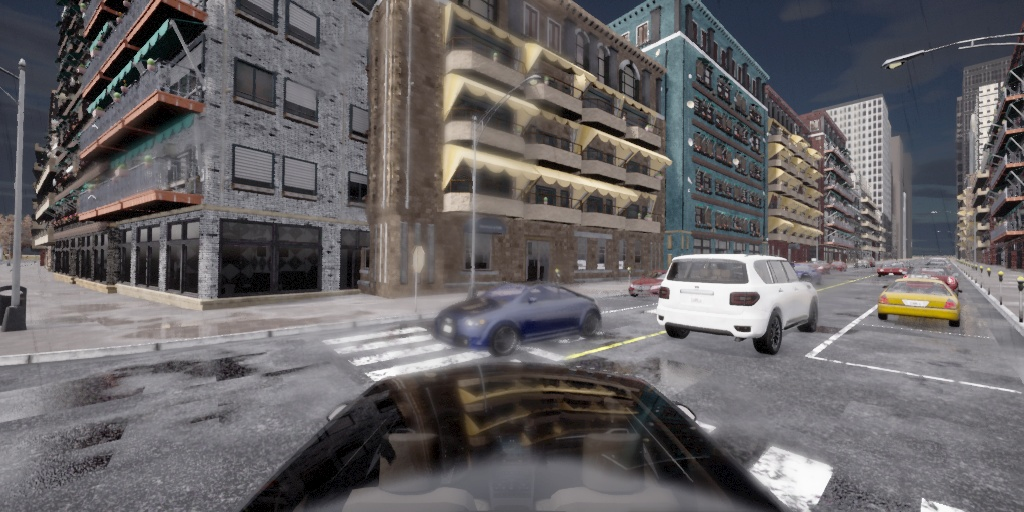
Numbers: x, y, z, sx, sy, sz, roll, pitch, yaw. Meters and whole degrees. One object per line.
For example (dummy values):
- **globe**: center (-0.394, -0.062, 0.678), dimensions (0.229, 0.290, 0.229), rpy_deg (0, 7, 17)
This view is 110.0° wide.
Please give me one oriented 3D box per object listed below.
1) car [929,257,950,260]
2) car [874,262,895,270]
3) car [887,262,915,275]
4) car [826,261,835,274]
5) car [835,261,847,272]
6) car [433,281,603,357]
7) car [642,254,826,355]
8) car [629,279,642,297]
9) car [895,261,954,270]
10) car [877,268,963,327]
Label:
- **car**: center (47.022, 1.198, 39.624), dimensions (4.097, 1.591, 1.967), rpy_deg (0, 0, -40)
- **car**: center (36.416, 1.368, 34.224), dimensions (4.718, 1.301, 1.895), rpy_deg (0, 0, -40)
- **car**: center (44.152, 1.366, 40.646), dimensions (4.718, 1.301, 1.895), rpy_deg (0, 0, -39)
- **car**: center (33.101, 1.222, 38.981), dimensions (4.097, 1.591, 1.967), rpy_deg (0, 0, -40)
- **car**: center (41.637, 1.325, 46.047), dimensions (4.507, 1.381, 1.888), rpy_deg (0, 0, -40)
- **car**: center (0.255, 1.327, 8.629), dimensions (4.181, 1.385, 1.994), rpy_deg (0, 0, -37)
- **car**: center (5.820, 0.978, 9.013), dimensions (5.566, 2.045, 2.150), rpy_deg (0, 0, -40)
- **car**: center (7.493, 1.358, 17.780), dimensions (4.207, 1.307, 1.802), rpy_deg (0, 0, -40)
- **car**: center (21.414, 1.198, 18.424), dimensions (4.097, 1.591, 1.967), rpy_deg (0, 0, -40)
- **car**: center (13.009, 1.279, 11.467), dimensions (4.829, 1.417, 1.751), rpy_deg (0, 0, -40)
